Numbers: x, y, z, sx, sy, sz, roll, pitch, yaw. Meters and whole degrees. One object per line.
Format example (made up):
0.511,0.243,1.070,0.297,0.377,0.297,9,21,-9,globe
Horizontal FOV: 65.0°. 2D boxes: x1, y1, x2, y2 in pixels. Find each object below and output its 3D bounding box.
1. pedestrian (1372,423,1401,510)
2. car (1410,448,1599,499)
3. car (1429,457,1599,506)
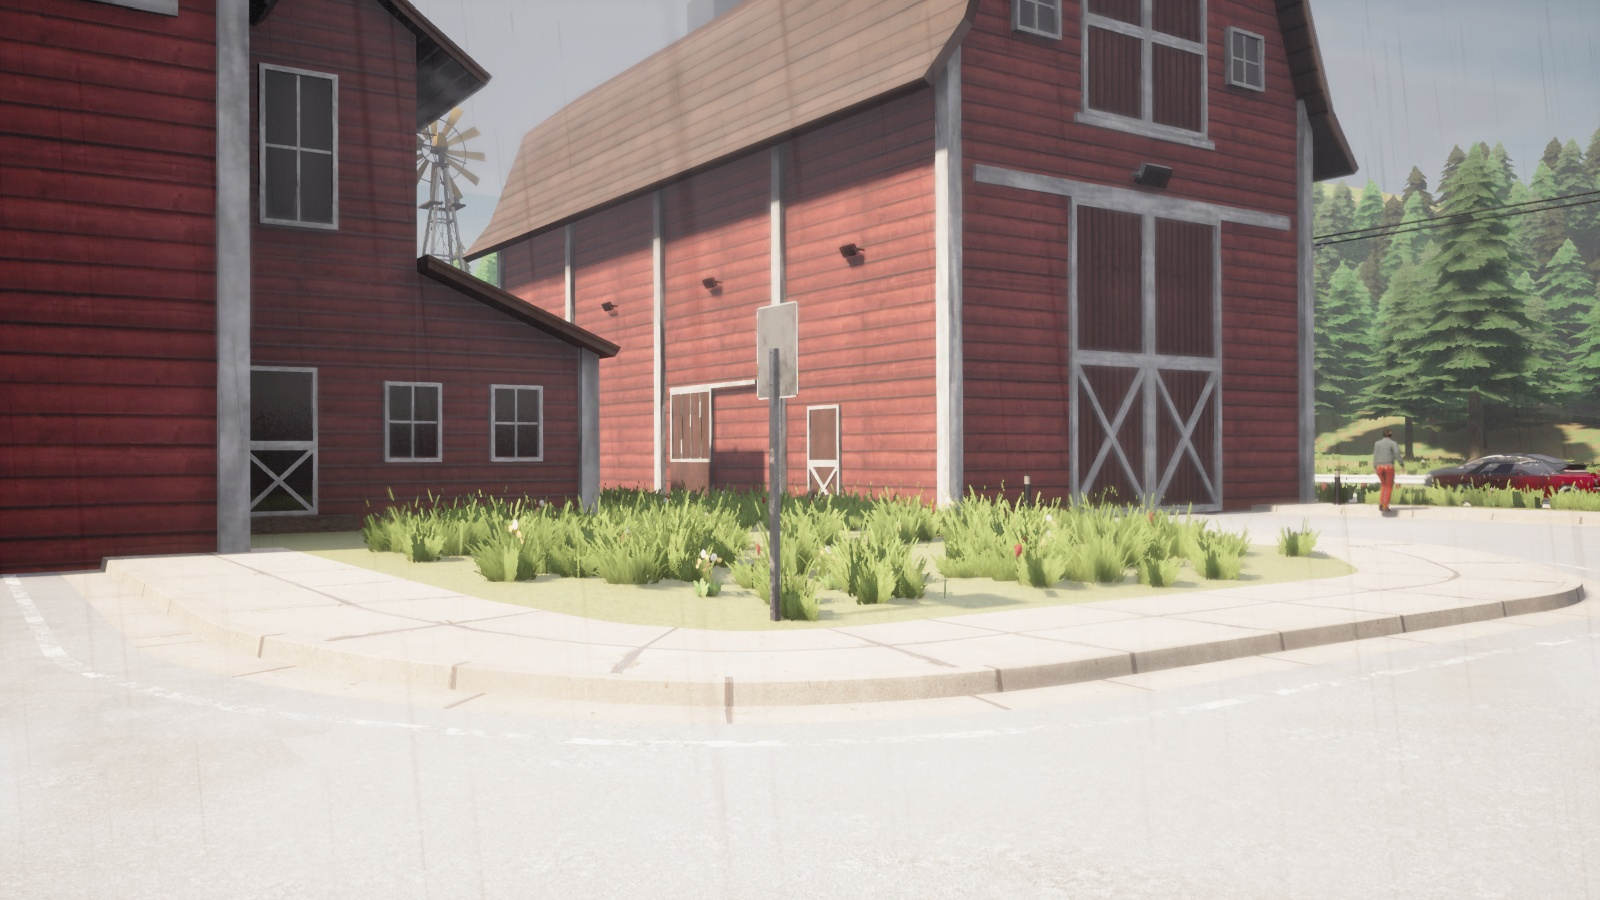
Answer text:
12.549,0.354,26.875,0.353,1.847,0.614,-1,0,45,pedestrian
22.511,0.726,40.265,2.128,1.511,4.902,0,0,-33,car
20.995,0.865,36.269,1.895,1.301,4.718,0,0,-34,car
